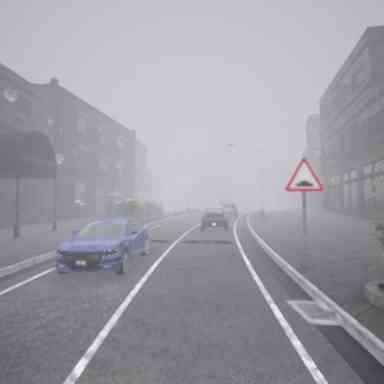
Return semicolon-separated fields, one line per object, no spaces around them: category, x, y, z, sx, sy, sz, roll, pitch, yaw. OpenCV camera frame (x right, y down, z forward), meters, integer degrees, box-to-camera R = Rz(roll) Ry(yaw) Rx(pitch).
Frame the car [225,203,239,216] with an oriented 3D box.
car;4.799;2.163;41.924;2.033;1.649;4.856;-1;-1;11

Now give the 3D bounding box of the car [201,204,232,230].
car;1.708;1.868;23.782;1.837;1.490;4.892;0;-1;7

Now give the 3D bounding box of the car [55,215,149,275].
car;-2.682;1.581;10.981;1.882;1.535;5.008;0;-1;3
